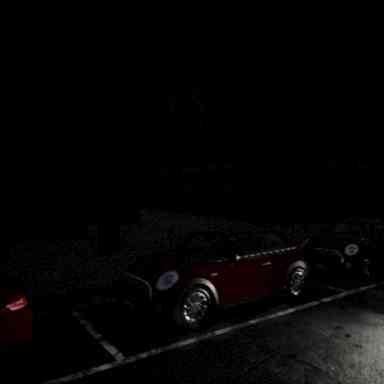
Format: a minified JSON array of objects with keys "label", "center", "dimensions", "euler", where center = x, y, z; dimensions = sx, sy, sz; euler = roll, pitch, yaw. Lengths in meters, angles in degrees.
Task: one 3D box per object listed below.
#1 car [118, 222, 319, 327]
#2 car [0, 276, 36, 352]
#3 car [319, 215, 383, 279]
[{"label":"car","center":[0.534,1.487,7.035],"dimensions":[4.097,1.590,1.967],"euler":[1,-1,-35]},{"label":"car","center":[-4.081,1.568,3.744],"dimensions":[4.206,1.307,1.802],"euler":[1,-1,-35]},{"label":"car","center":[5.151,1.551,10.327],"dimensions":[4.097,1.590,1.967],"euler":[1,-1,-35]}]
